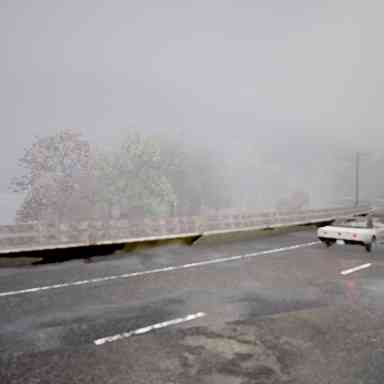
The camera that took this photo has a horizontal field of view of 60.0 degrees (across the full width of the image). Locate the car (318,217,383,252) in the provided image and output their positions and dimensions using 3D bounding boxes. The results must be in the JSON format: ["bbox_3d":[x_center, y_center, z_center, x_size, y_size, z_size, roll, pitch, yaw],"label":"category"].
[{"bbox_3d":[7.521,1.738,14.763,4.718,1.301,1.895,1,0,-43],"label":"car"}]
